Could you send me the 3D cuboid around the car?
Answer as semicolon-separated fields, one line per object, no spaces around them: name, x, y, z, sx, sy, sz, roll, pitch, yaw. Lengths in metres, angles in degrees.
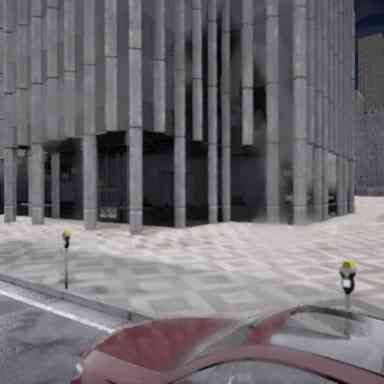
car;0.811;1.584;2.502;4.206;1.307;1.802;0;0;35
